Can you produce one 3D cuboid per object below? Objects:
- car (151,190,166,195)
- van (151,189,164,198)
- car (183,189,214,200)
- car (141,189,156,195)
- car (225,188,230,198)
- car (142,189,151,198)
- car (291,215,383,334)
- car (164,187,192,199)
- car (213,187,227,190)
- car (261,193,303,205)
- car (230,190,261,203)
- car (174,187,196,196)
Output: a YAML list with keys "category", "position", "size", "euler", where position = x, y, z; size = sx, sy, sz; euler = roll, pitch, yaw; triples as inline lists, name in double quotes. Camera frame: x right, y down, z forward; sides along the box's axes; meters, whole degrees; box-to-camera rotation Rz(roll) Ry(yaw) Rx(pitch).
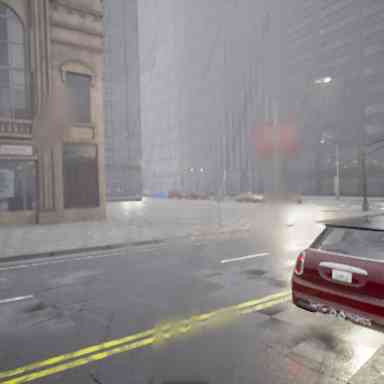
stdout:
- category: "car"
  position: [-8.022, 0.106, 80.290]
  size: [1.802, 1.307, 4.206]
  euler: [-2, 1, -35]
- category: "van"
  position: [-5.390, 0.312, 61.571]
  size: [1.690, 1.788, 3.998]
  euler: [-2, 1, -35]
- category: "car"
  position: [1.037, 0.620, 52.340]
  size: [1.887, 1.381, 4.507]
  euler: [-2, 1, -35]
- category: "car"
  position: [-11.234, 0.010, 84.906]
  size: [1.887, 1.381, 4.507]
  euler: [-2, 1, -35]
- category: "car"
  position: [8.035, 0.364, 57.202]
  size: [1.947, 1.339, 4.313]
  euler: [-2, 1, -35]
- category: "car"
  position: [-8.599, 0.466, 66.193]
  size: [2.008, 1.369, 4.403]
  euler: [-2, 1, -35]
- category: "car"
  position: [3.953, 1.213, 6.125]
  size: [4.553, 1.767, 2.097]
  euler: [-1, 1, -35]
- category: "car"
  position: [-2.178, 0.339, 56.953]
  size: [2.192, 1.841, 5.009]
  euler: [-2, 1, -35]
- category: "car"
  position: [4.820, 0.061, 61.815]
  size: [2.192, 1.841, 5.009]
  euler: [-2, 1, -35]
- category: "car"
  position: [10.671, 0.765, 38.486]
  size: [1.887, 1.381, 4.507]
  euler: [-2, 1, -35]
- category: "car"
  position: [7.556, 0.700, 42.964]
  size: [1.752, 1.417, 4.829]
  euler: [-2, 1, -35]
- category: "car"
  position: [-1.603, -0.047, 71.049]
  size: [2.192, 1.841, 5.009]
  euler: [-2, 1, -35]
